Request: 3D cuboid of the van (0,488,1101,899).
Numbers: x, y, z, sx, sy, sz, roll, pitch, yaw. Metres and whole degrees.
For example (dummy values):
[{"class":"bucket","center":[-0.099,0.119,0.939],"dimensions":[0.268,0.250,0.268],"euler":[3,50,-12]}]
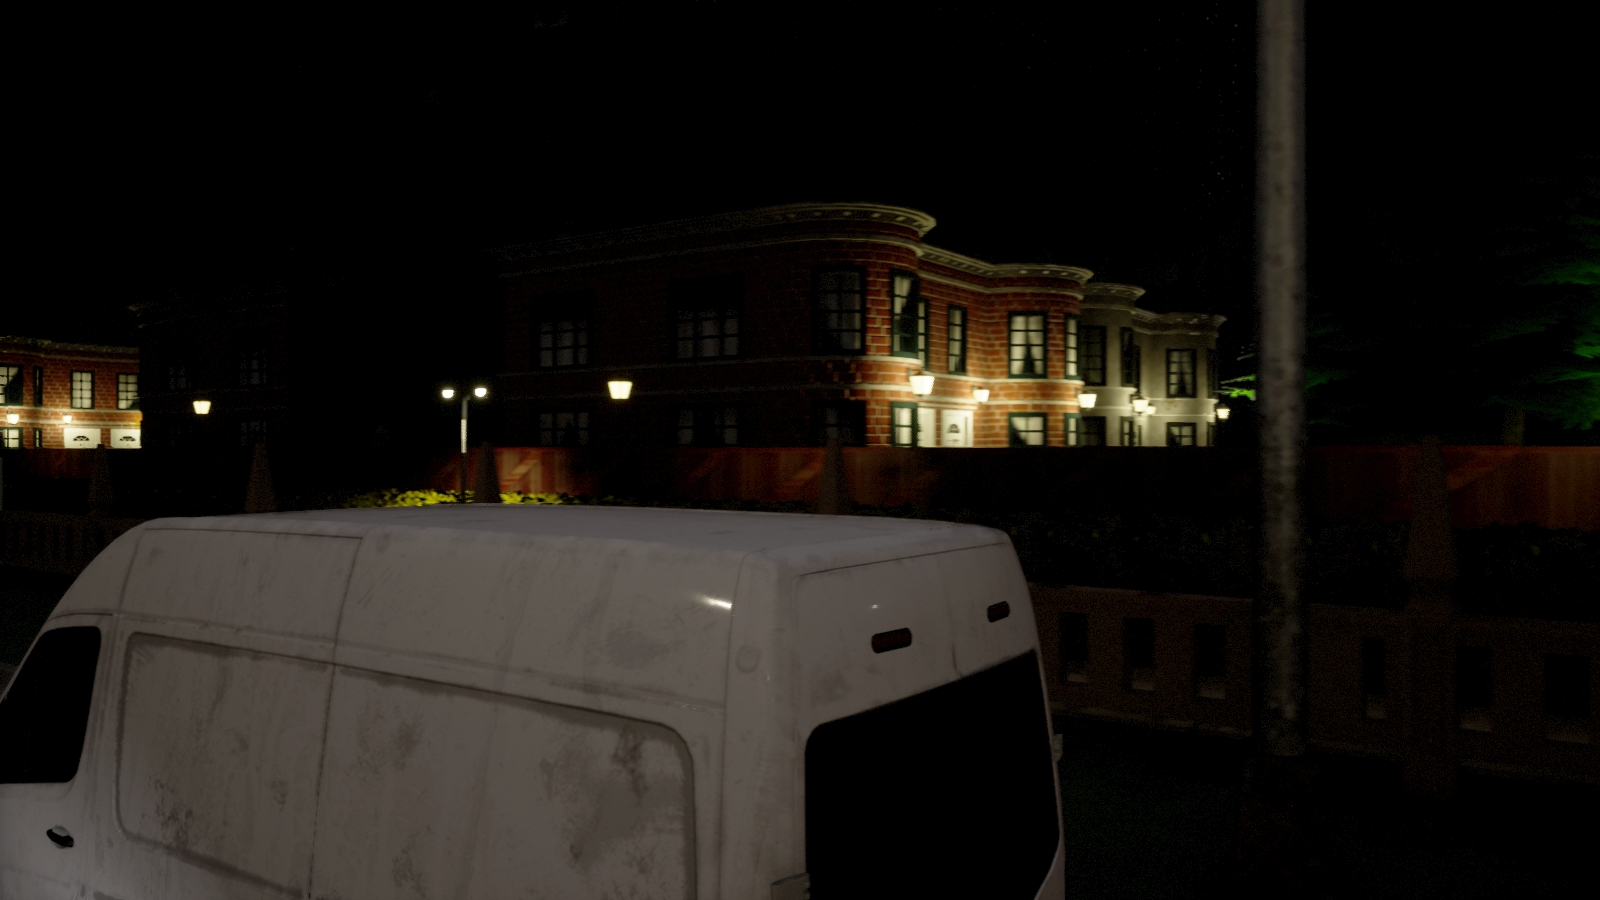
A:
[{"class":"van","center":[-1.883,1.534,5.097],"dimensions":[5.915,2.561,1.988],"euler":[0,0,35]}]
